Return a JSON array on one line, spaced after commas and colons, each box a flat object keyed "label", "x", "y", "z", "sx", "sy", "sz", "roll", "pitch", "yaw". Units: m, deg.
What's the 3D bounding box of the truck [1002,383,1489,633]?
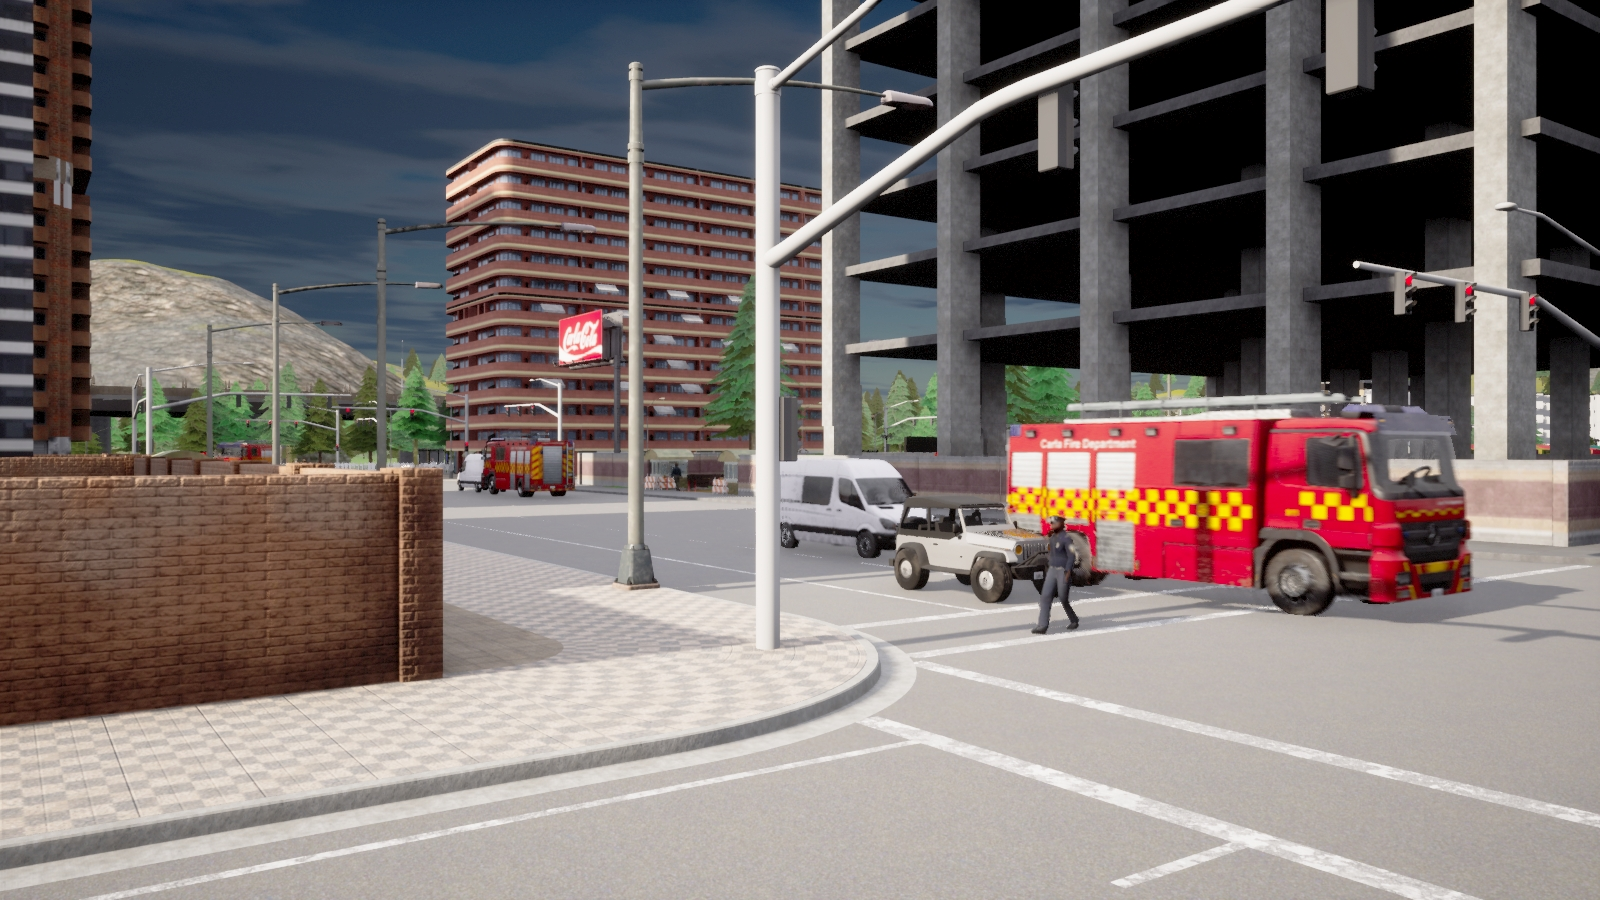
[{"label": "truck", "x": 7.942, "y": 0.890, "z": 21.809, "sx": 2.891, "sy": 3.827, "sz": 8.468, "roll": 0, "pitch": 0, "yaw": -35}]

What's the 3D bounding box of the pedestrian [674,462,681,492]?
[{"label": "pedestrian", "x": -7.755, "y": 1.694, "z": 72.141, "sx": 0.375, "sy": 1.860, "sz": 0.375, "roll": 0, "pitch": 0, "yaw": -20}]

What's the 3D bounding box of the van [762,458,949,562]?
[{"label": "van", "x": 1.381, "y": 1.533, "z": 31.623, "sx": 1.988, "sy": 2.561, "sz": 5.915, "roll": 0, "pitch": 0, "yaw": -35}]

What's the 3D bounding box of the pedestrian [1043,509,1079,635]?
[{"label": "pedestrian", "x": 3.983, "y": 1.848, "z": 17.442, "sx": 0.375, "sy": 1.860, "sz": 0.375, "roll": 0, "pitch": 0, "yaw": -35}]

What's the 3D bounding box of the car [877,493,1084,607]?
[{"label": "car", "x": 3.447, "y": 1.856, "z": 22.431, "sx": 1.905, "sy": 1.878, "sz": 3.866, "roll": 0, "pitch": 0, "yaw": -33}]

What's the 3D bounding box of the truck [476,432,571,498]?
[{"label": "truck", "x": -17.186, "y": 0.889, "z": 70.593, "sx": 2.891, "sy": 3.827, "sz": 8.468, "roll": 0, "pitch": 0, "yaw": -34}]
